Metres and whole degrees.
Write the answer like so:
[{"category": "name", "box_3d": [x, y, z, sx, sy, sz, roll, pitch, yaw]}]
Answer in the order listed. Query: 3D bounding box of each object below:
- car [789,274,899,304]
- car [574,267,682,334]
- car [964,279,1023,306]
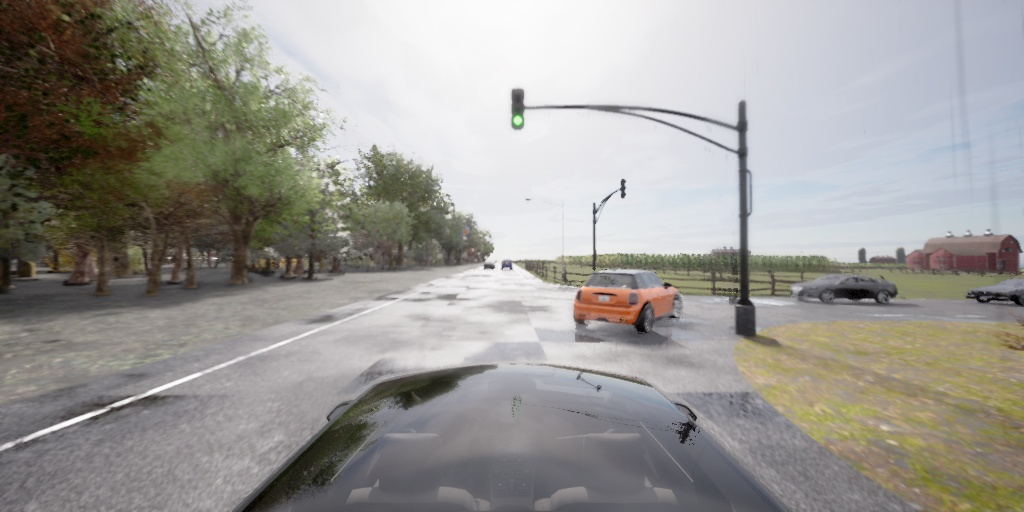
[{"category": "car", "box_3d": [17.733, 1.734, 19.321, 4.902, 1.511, 2.128, 1, -2, 0]}, {"category": "car", "box_3d": [3.849, 1.213, 11.505, 2.097, 1.767, 4.553, 0, -1, 38]}, {"category": "car", "box_3d": [28.115, 1.947, 19.400, 5.357, 1.411, 2.033, 1, -2, -1]}]
